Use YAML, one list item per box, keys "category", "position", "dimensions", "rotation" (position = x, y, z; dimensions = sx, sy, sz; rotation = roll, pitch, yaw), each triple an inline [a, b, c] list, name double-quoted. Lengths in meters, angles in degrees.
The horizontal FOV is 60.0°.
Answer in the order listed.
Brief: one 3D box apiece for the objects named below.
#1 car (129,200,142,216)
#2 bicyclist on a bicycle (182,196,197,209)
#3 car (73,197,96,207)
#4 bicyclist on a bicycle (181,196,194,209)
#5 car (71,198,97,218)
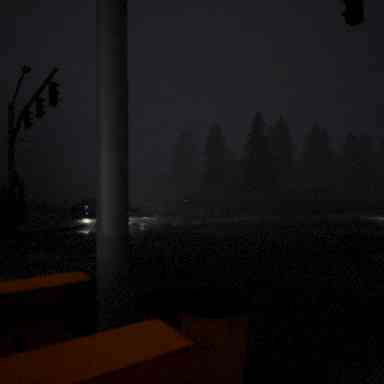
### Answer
- category: "car"
  position: [-6.647, 1.505, 32.822]
  dimensions: [1.882, 1.535, 5.008]
  rotation: [0, 0, -35]
- category: "bicyclist on a bicycle"
  position: [-0.229, 1.325, 42.528]
  dimensions: [1.656, 1.620, 0.582]
  rotation: [0, 0, -7]
- category: "car"
  position: [-17.617, 1.601, 54.373]
  dimensions: [2.033, 1.411, 5.357]
  rotation: [0, 0, -36]
- category: "bicyclist on a bicycle"
  position: [-0.579, 1.326, 43.398]
  dimensions: [1.656, 1.620, 0.582]
  rotation: [0, 0, -32]
- category: "car"
  position: [-9.618, 1.382, 30.963]
  dimensions: [2.097, 1.767, 4.553]
  rotation: [0, 0, -35]
